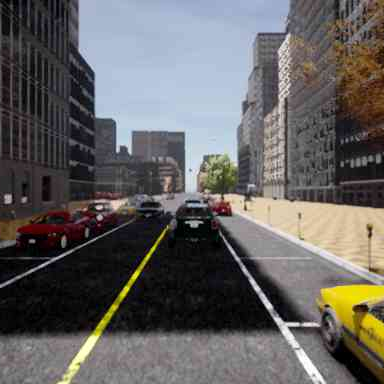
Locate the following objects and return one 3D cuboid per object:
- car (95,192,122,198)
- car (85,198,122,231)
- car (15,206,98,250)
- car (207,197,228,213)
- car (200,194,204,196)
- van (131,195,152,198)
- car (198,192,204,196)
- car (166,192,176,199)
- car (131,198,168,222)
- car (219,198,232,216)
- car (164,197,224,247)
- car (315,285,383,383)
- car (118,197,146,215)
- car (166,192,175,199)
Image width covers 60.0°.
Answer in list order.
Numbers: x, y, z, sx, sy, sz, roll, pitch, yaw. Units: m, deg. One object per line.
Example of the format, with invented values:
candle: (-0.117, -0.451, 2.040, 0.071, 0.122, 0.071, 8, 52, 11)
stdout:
car: (-17.168, 0.893, 65.961, 5.009, 1.841, 2.192, 1, -1, -1)
car: (-5.693, 1.378, 19.627, 1.967, 1.590, 4.097, 0, 0, 0)
car: (-5.691, 1.500, 14.087, 1.887, 1.381, 4.507, 0, 0, 0)
car: (2.683, 1.326, 36.247, 1.967, 1.590, 4.097, 0, 0, 0)
car: (2.677, 1.400, 52.865, 1.947, 1.339, 4.313, 0, 0, 0)
van: (-5.697, 1.227, 36.244, 1.690, 1.788, 3.998, 0, 0, 0)
car: (2.666, 1.240, 91.064, 1.752, 1.417, 4.829, 0, 0, 0)
car: (-5.713, 1.031, 90.888, 2.192, 1.841, 5.009, 0, 0, 0)
car: (-3.110, 1.425, 25.276, 1.837, 1.490, 4.892, 0, 0, 0)
car: (2.684, 1.448, 30.708, 1.887, 1.381, 4.507, 0, 0, 0)
car: (0.087, 1.306, 14.991, 2.097, 1.767, 4.553, 0, 0, 0)
car: (2.692, 1.515, 3.181, 1.752, 1.417, 4.829, 0, 0, 0)
car: (-5.696, 1.429, 30.535, 1.752, 1.417, 4.829, 0, 0, 0)
car: (-5.713, 1.315, 85.338, 1.802, 1.307, 4.206, 0, 0, 0)
